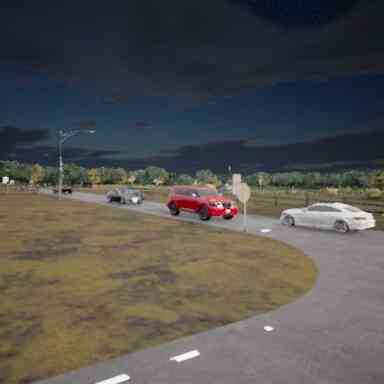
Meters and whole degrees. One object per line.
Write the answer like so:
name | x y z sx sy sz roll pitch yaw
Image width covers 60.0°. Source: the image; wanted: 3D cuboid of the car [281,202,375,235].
car | 6.930 1.263 17.365 1.812 1.442 4.674 -3 4 -41

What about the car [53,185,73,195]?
car | -18.960 -0.300 48.825 1.895 1.301 4.718 0 2 -36

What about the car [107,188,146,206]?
car | -6.434 0.435 31.356 2.128 1.511 4.902 0 3 -36

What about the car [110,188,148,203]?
car | -7.101 0.288 37.142 2.033 1.411 5.357 0 2 -36

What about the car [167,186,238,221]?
car | 0.514 0.654 21.750 2.150 2.045 5.566 0 2 -36
